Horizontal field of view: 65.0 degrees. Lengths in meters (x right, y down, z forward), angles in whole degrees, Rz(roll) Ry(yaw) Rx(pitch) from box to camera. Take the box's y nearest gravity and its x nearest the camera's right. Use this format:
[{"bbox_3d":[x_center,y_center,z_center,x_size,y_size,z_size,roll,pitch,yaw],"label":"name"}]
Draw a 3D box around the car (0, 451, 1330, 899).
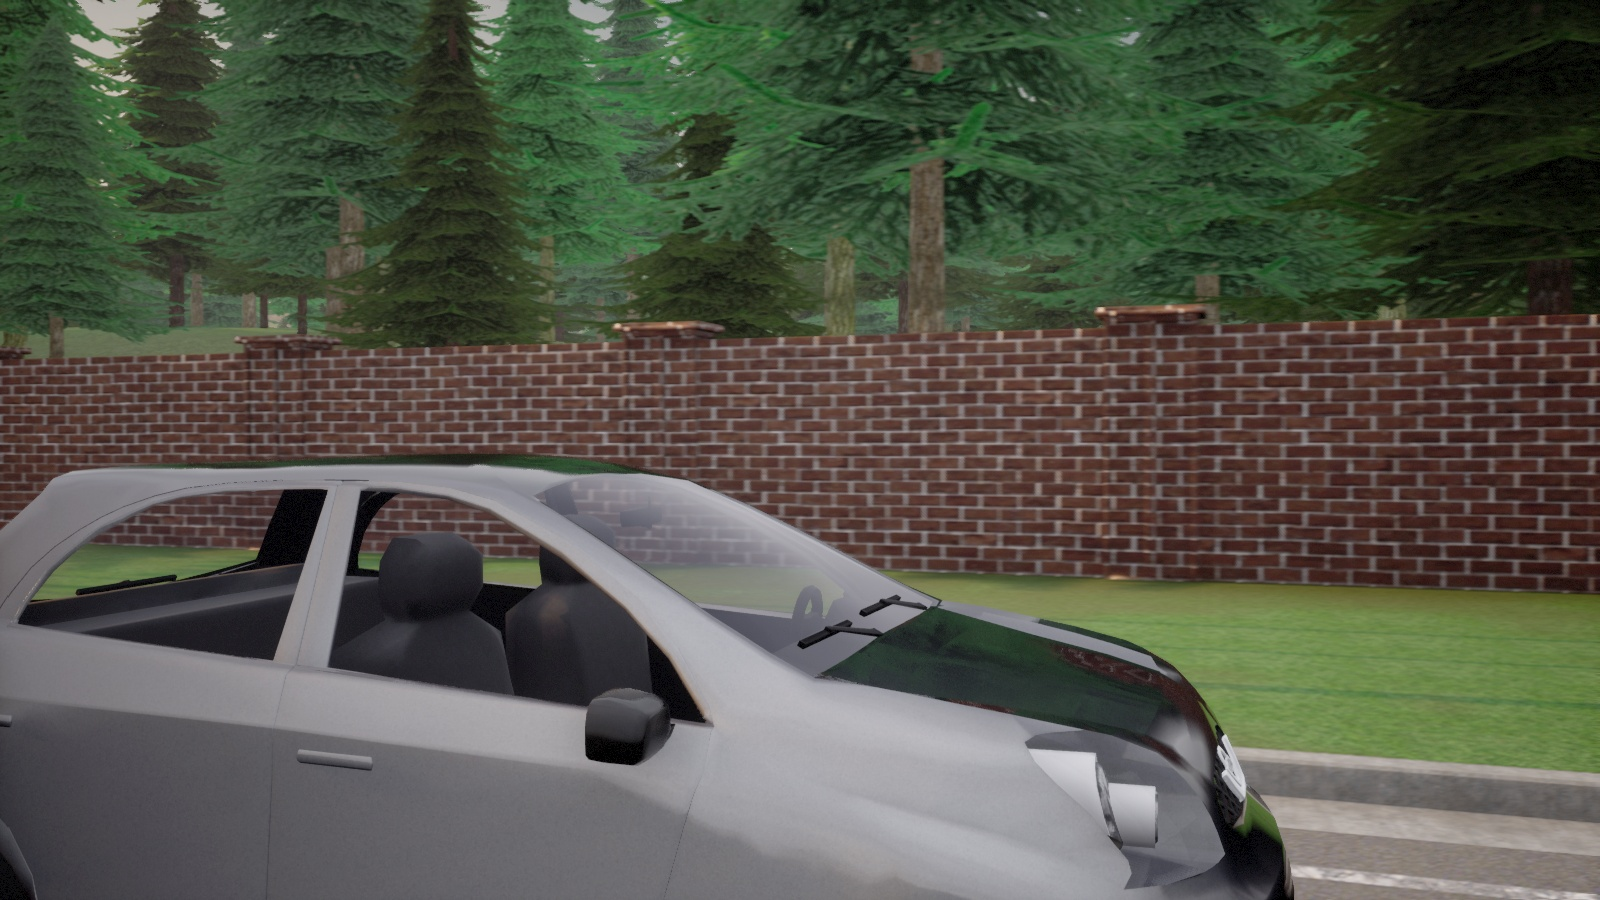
[{"bbox_3d":[-0.614,0.784,3.400,3.633,1.501,1.845,1,1,19],"label":"car"}]
